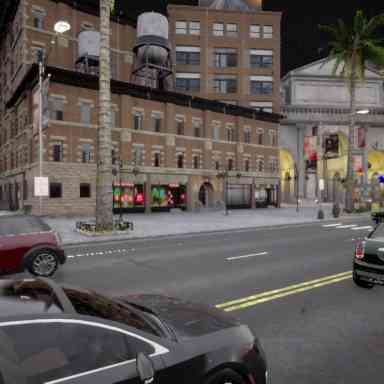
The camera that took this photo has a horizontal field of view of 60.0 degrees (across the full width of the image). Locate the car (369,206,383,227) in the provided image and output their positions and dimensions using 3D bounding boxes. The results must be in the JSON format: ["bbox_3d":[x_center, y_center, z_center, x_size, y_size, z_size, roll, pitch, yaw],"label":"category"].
[{"bbox_3d":[14.227,1.601,22.697,4.718,1.301,1.895,0,0,-35],"label":"car"}]

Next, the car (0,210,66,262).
[{"bbox_3d":[-5.737,1.352,8.499,4.553,1.767,2.097,0,0,-35],"label":"car"}]

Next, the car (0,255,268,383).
[{"bbox_3d":[-1.477,1.505,2.685,4.892,1.490,1.837,0,0,-36],"label":"car"}]

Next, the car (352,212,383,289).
[{"bbox_3d":[5.902,1.352,7.977,4.553,1.767,2.097,0,0,-35],"label":"car"}]
